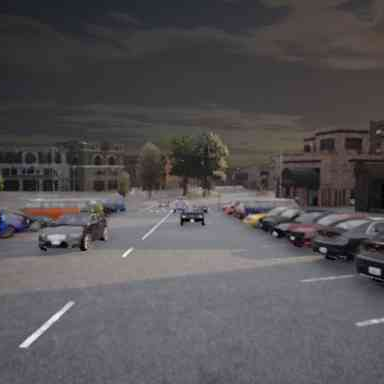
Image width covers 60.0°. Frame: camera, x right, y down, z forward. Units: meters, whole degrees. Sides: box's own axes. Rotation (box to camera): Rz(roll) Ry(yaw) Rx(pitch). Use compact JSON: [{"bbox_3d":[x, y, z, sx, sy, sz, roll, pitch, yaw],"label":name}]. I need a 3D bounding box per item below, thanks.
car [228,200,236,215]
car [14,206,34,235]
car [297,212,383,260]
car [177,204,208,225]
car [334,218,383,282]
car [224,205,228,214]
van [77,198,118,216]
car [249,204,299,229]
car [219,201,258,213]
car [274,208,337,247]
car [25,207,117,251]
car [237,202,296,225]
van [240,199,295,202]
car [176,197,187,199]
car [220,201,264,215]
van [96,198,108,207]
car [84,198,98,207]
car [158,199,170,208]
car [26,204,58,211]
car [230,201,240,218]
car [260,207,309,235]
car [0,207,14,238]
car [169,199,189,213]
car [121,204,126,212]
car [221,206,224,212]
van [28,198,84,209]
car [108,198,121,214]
[{"bbox_3d":[6.208,1.689,31.840,4.553,1.767,2.185,1,-1,-20],"label":"car"},{"bbox_3d":[-11.375,1.731,17.857,4.792,1.488,2.163,-1,0,-19],"label":"car"},{"bbox_3d":[6.380,1.589,11.273,4.892,1.521,2.231,1,-1,-20],"label":"car"},{"bbox_3d":[0.143,1.897,27.130,1.895,1.301,4.718,0,-1,3],"label":"car"},{"bbox_3d":[6.388,1.557,8.341,4.892,1.521,2.231,1,-1,-20],"label":"car"},{"bbox_3d":[6.233,1.877,34.808,4.792,1.488,2.163,1,-1,-21],"label":"car"},{"bbox_3d":[-11.034,1.715,38.848,4.442,1.987,1.878,-1,0,-19],"label":"van"},{"bbox_3d":[6.344,1.685,20.080,5.008,1.535,2.097,1,0,-20],"label":"car"},{"bbox_3d":[6.108,1.985,43.644,4.674,1.452,2.002,1,0,-21],"label":"car"},{"bbox_3d":[6.379,1.620,14.208,5.008,1.535,2.097,1,0,-20],"label":"car"},{"bbox_3d":[-5.114,1.656,14.956,2.128,1.511,4.902,0,-1,0],"label":"car"},{"bbox_3d":[6.141,1.711,22.951,5.366,1.575,1.946,1,0,-20],"label":"car"},{"bbox_3d":[6.405,1.526,25.997,4.442,1.987,1.878,1,-1,-20],"label":"van"},{"bbox_3d":[-1.743,1.783,55.442,2.150,2.045,5.566,0,0,-1],"label":"car"},{"bbox_3d":[6.115,1.941,40.682,4.792,1.488,2.163,1,0,-21],"label":"car"},{"bbox_3d":[-10.954,1.645,32.934,4.442,1.987,1.878,-1,-1,-19],"label":"van"},{"bbox_3d":[-11.100,1.712,29.898,4.553,1.767,2.185,-1,0,-19],"label":"car"},{"bbox_3d":[-4.885,2.034,59.181,2.128,1.511,4.902,0,1,0],"label":"car"},{"bbox_3d":[-11.315,1.736,20.877,4.892,1.521,2.231,-1,-1,-19],"label":"car"},{"bbox_3d":[6.273,1.782,28.895,5.008,1.535,2.097,1,0,-20],"label":"car"},{"bbox_3d":[6.327,1.682,17.135,4.792,1.488,2.163,1,0,-20],"label":"car"},{"bbox_3d":[-11.414,1.415,14.845,5.566,2.045,2.435,-1,0,-19],"label":"car"},{"bbox_3d":[-1.589,2.048,45.284,2.033,1.411,5.357,0,-1,-1],"label":"car"},{"bbox_3d":[-10.847,1.973,41.883,5.008,1.535,2.097,-1,0,-19],"label":"car"},{"bbox_3d":[6.146,1.754,37.739,4.553,1.767,2.185,1,-1,-21],"label":"car"},{"bbox_3d":[-11.306,1.579,26.847,4.442,1.987,1.878,-1,0,-19],"label":"van"},{"bbox_3d":[-10.968,1.654,35.905,5.566,2.045,2.435,-1,-1,-19],"label":"car"}]
